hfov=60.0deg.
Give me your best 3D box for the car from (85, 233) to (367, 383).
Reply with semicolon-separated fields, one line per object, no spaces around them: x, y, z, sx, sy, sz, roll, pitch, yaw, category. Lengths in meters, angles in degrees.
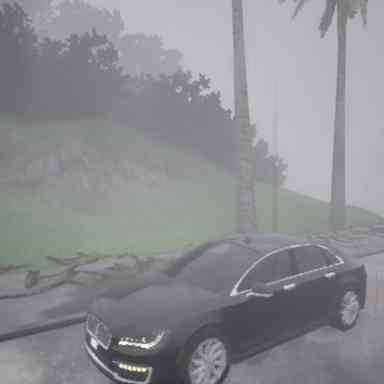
0.856;1.481;5.224;4.892;1.490;1.837;0;0;-36;car
